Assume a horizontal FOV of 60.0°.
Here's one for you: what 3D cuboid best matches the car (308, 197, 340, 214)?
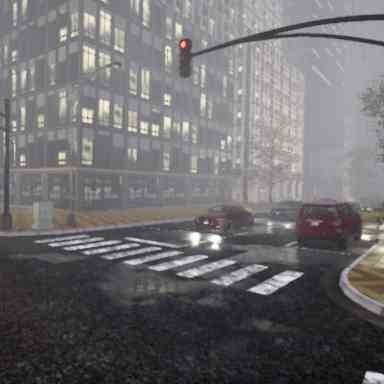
[{"bbox_3d":[14.107,1.402,35.352,1.882,1.535,5.008,2,1,36],"label":"car"}]

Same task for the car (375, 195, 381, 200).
[{"bbox_3d":[46.420,1.559,83.467,2.008,1.369,4.403,2,1,36],"label":"car"}]

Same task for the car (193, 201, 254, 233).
[{"bbox_3d":[1.886,1.420,18.844,1.994,1.385,4.181,2,1,36],"label":"car"}]

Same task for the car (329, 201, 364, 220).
[{"bbox_3d":[13.875,1.569,29.683,1.994,1.385,4.181,2,1,36],"label":"car"}]

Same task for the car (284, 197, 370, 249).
[{"bbox_3d":[6.247,1.344,15.007,2.192,1.841,5.009,2,1,36],"label":"car"}]

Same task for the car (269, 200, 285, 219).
[{"bbox_3d":[7.871,1.395,26.935,1.837,1.490,4.892,2,1,36],"label":"car"}]

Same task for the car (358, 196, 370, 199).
[{"bbox_3d":[33.015,1.530,65.331,1.802,1.307,4.206,2,1,36],"label":"car"}]

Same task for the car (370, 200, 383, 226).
[{"bbox_3d":[13.048,1.593,24.218,1.752,1.417,4.829,2,1,36],"label":"car"}]

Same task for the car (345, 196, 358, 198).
[{"bbox_3d":[26.213,1.442,56.125,1.752,1.417,4.829,2,1,36],"label":"car"}]

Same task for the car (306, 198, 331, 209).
[{"bbox_3d":[16.260,1.433,42.660,1.947,1.339,4.313,2,1,36],"label":"car"}]

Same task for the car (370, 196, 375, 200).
[{"bbox_3d":[36.366,1.515,69.865,2.008,1.369,4.403,2,1,36],"label":"car"}]
